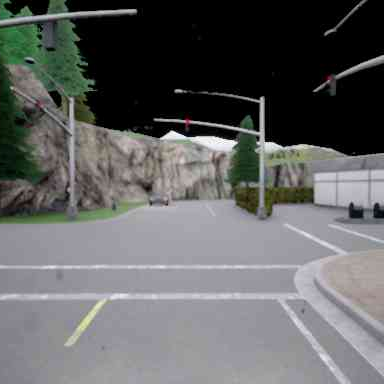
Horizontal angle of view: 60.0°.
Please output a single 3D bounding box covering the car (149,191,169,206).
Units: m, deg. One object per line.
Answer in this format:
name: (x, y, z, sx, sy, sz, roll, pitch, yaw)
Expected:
car: (-3.761, 0.683, 38.416, 2.097, 1.767, 4.553, 0, 1, -3)
